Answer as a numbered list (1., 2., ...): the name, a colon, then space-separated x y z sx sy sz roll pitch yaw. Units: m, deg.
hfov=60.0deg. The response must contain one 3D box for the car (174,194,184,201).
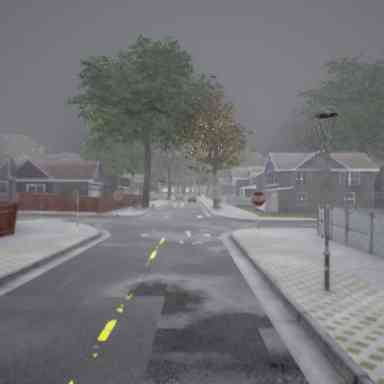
1. car: -2.747 1.114 72.111 1.837 1.490 4.892 0 0 0

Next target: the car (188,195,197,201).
1. car: 0.003 1.370 77.941 2.033 1.411 5.357 0 0 0

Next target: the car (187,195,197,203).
1. car: 0.002 1.499 67.518 1.837 1.490 4.892 0 0 0
